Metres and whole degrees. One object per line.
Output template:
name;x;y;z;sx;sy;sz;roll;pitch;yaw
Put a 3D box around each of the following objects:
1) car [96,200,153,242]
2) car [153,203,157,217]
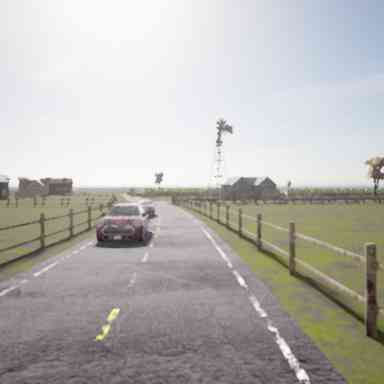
car;-3.300;1.378;16.563;2.097;1.767;4.553;0;0;-3
car;-4.494;1.534;32.371;2.128;1.511;4.902;0;0;-6
